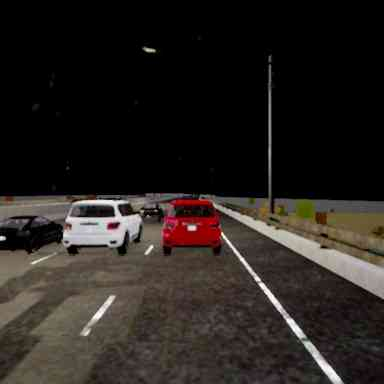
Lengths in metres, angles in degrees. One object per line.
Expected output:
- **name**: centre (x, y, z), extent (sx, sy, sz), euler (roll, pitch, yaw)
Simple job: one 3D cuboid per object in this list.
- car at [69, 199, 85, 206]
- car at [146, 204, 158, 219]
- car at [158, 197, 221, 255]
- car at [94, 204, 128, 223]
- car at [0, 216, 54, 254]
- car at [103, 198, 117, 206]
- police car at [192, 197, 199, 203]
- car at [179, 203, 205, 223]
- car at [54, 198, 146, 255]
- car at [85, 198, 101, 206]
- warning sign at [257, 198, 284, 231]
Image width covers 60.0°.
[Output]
- **car**: centre (-24.518, 2.173, 70.964), extent (1.812, 1.442, 4.674), euler (0, -1, 0)
- **car**: centre (-3.504, 1.763, 29.286), extent (2.128, 1.511, 4.902), euler (0, 0, 0)
- **car**: centre (-0.002, 1.346, 14.023), extent (2.150, 2.045, 5.566), euler (0, 0, 0)
- **car**: centre (-7.001, 1.835, 29.307), extent (1.994, 1.385, 4.181), euler (0, 0, 0)
- **car**: centre (-7.001, 1.697, 14.259), extent (1.994, 1.385, 4.181), euler (0, 0, 0)
- **car**: centre (-17.518, 2.149, 70.965), extent (1.837, 1.490, 4.892), euler (0, -1, 0)
- **police car**: centre (1.025, 2.292, 94.494), extent (1.930, 1.638, 5.238), euler (0, -1, 0)
- **car**: centre (-0.003, 1.763, 29.303), extent (2.128, 1.511, 4.902), euler (0, 0, 0)
- **car**: centre (-3.503, 1.346, 14.009), extent (2.150, 2.045, 5.566), euler (0, 0, 0)
- **car**: centre (-21.018, 2.127, 70.965), extent (1.882, 1.535, 5.008), euler (0, -1, 0)
- **warning sign**: centre (4.550, 1.294, 19.385), extent (1.300, 1.860, 1.060), euler (0, 0, 0)
